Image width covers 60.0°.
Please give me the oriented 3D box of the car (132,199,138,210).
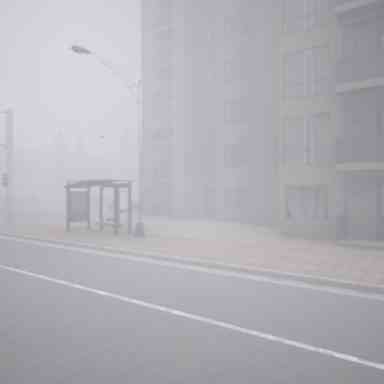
[{"bbox_3d":[-7.695,1.482,39.326,2.128,1.511,4.902,0,0,37],"label":"car"}]
